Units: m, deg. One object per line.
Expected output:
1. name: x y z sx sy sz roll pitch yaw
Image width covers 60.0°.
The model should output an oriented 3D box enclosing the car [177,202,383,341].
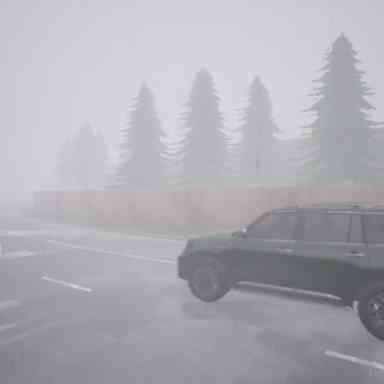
1. car: 2.307 1.233 6.650 5.566 2.045 2.150 0 0 36

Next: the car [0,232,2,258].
1. car: -7.726 1.294 9.939 5.566 2.045 2.150 0 0 40
